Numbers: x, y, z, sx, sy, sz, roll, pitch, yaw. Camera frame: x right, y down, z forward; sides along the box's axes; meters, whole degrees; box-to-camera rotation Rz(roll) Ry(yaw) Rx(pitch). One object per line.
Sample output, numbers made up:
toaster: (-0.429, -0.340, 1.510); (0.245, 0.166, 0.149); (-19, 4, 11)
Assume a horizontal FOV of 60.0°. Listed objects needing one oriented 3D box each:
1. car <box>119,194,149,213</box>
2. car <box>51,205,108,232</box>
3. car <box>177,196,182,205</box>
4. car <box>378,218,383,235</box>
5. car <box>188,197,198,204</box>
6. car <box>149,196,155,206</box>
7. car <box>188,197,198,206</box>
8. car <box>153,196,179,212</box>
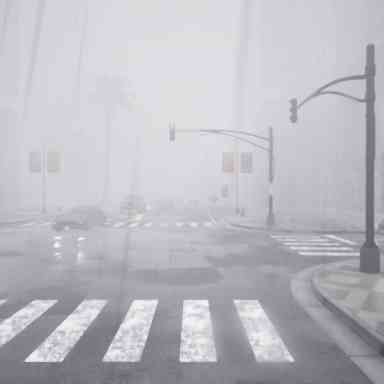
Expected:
car: (-6.506, 1.252, 37.055); (2.150, 2.045, 5.566); (0, 0, 0)
car: (-6.545, 1.525, 20.081); (2.033, 1.411, 5.357); (0, 0, 0)
car: (-3.048, 1.552, 64.066); (2.097, 1.767, 4.553); (0, -1, 1)
car: (11.613, 1.409, 16.127); (4.553, 1.767, 2.097); (0, 0, 1)
car: (0.172, 1.677, 69.827); (2.033, 1.411, 5.357); (0, -1, 0)
car: (-6.431, 1.742, 56.697); (1.895, 1.301, 4.718); (0, 0, 0)
car: (0.198, 1.767, 59.823); (1.895, 1.301, 4.718); (0, 0, 1)
car: (-3.052, 1.590, 40.210); (2.033, 1.411, 5.357); (0, 0, 0)
